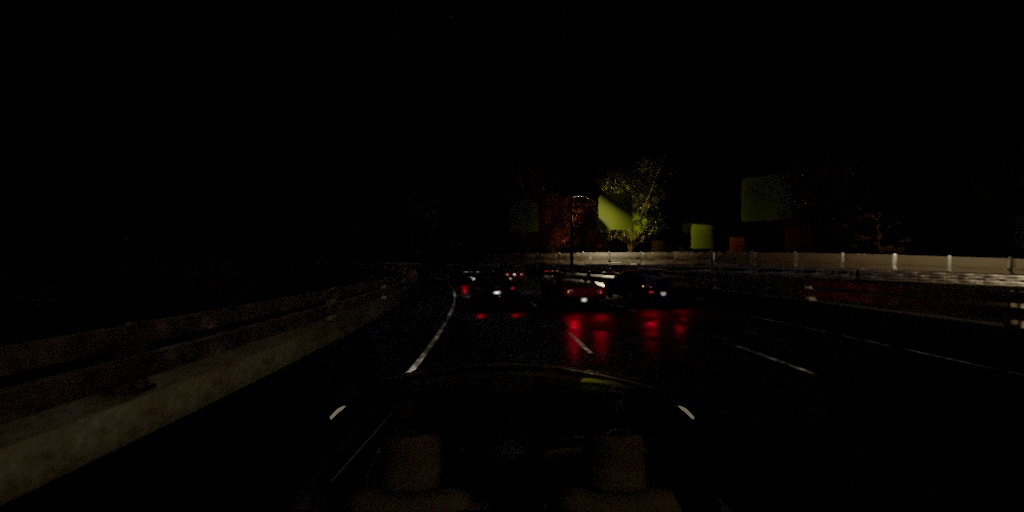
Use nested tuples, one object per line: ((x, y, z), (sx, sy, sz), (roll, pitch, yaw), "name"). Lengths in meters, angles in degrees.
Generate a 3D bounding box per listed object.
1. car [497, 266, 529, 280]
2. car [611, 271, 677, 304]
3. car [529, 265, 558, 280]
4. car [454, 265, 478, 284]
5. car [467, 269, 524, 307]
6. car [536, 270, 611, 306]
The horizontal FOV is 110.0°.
((-0.471, 1.597, 31.922), (2.033, 1.411, 5.357), (0, -1, -16), "car")
((6.051, 1.425, 17.335), (1.812, 1.442, 4.674), (0, 0, -8), "car")
((2.817, 1.551, 33.141), (2.128, 1.511, 4.902), (0, 0, -16), "car")
((-3.931, 1.539, 31.282), (2.128, 1.511, 4.902), (0, 0, -16), "car")
((-0.878, 1.460, 16.370), (1.994, 1.385, 4.181), (0, -1, -8), "car")
((2.621, 1.496, 16.614), (1.895, 1.301, 4.718), (0, -1, -7), "car")
